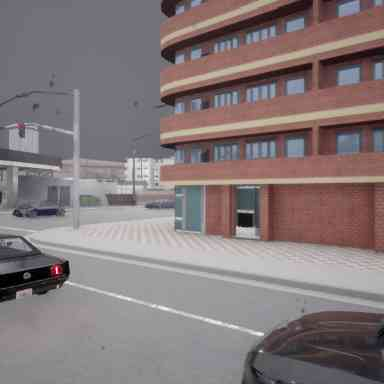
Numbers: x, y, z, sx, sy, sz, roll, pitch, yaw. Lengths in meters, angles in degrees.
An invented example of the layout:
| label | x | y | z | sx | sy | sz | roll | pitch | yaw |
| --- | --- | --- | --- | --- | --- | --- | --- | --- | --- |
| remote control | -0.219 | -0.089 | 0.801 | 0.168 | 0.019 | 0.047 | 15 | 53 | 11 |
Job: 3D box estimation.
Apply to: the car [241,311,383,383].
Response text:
| label | x | y | z | sx | sy | sz | roll | pitch | yaw |
| --- | --- | --- | --- | --- | --- | --- | --- | --- | --- |
| car | 2.668 | 1.514 | 2.092 | 4.892 | 1.490 | 1.837 | 0 | 0 | 35 |

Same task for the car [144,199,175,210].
| label | x | y | z | sx | sy | sz | roll | pitch | yaw |
| --- | --- | --- | --- | --- | --- | --- | --- | --- | --- |
| car | -3.753 | 1.584 | 43.039 | 2.033 | 1.411 | 5.357 | 0 | 0 | 35 |

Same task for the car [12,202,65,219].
| label | x | y | z | sx | sy | sz | roll | pitch | yaw |
| --- | --- | --- | --- | --- | --- | --- | --- | --- | --- |
| car | -13.321 | 1.564 | 29.111 | 1.994 | 1.385 | 4.181 | 0 | 0 | 34 |

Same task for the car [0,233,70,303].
| label | x | y | z | sx | sy | sz | roll | pitch | yaw |
| --- | --- | --- | --- | --- | --- | --- | --- | --- | --- |
| car | -4.913 | 1.599 | 7.483 | 4.718 | 1.301 | 1.895 | 0 | 0 | 36 |
